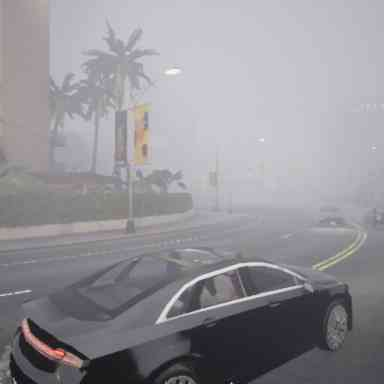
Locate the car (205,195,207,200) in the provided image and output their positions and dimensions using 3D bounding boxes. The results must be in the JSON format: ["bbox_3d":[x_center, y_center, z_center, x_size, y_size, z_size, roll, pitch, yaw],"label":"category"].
[{"bbox_3d":[5.304,1.791,89.010,2.185,1.767,4.553,0,0,-1],"label":"car"}]

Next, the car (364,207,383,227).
[{"bbox_3d":[13.380,1.737,23.375,1.895,1.301,4.718,0,0,20],"label":"car"}]

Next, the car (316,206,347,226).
[{"bbox_3d":[10.320,1.738,24.898,2.033,1.411,5.357,0,0,19],"label":"car"}]

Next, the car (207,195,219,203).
[{"bbox_3d":[5.515,1.886,82.586,2.097,1.535,5.008,0,0,-1],"label":"car"}]

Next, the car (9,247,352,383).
[{"bbox_3d":[0.343,1.514,4.458,4.902,1.511,2.128,0,0,-40],"label":"car"}]
